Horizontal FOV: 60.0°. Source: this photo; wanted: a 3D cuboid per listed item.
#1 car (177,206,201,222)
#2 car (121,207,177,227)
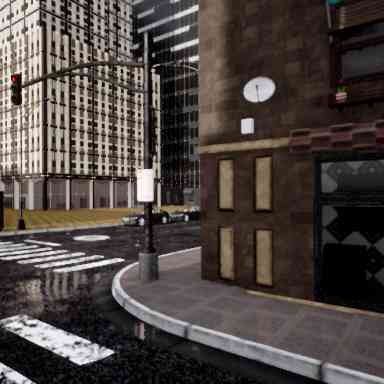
[{"bbox_3d":[-0.356,1.971,30.488,2.008,1.369,4.403,-2,-2,35],"label":"car"},{"bbox_3d":[-3.555,1.889,25.929,2.008,1.369,4.403,-2,-2,35],"label":"car"}]
